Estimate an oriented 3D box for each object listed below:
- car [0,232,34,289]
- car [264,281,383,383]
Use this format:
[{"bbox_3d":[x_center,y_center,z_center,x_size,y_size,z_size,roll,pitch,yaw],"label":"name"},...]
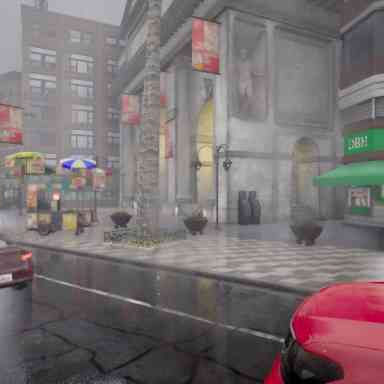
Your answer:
[{"bbox_3d":[-5.544,1.526,7.821,4.674,1.442,1.812,0,0,35],"label":"car"},{"bbox_3d":[3.178,1.221,1.620,5.566,2.045,2.150,0,0,36],"label":"car"}]
